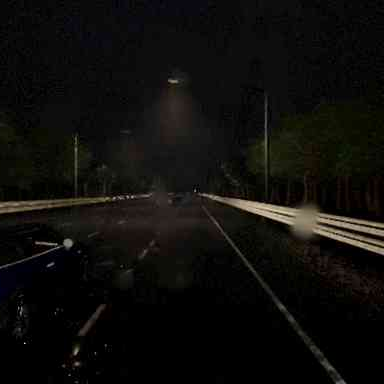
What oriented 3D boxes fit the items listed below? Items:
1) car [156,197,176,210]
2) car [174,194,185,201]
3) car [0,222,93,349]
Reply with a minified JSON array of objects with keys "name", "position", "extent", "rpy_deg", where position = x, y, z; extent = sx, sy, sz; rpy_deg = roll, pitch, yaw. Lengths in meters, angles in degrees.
[{"name":"car","position":[-3.515,1.615,43.625],"extent":[1.895,1.301,4.718],"rpy_deg":[0,0,0]},{"name":"car","position":[-3.527,1.525,83.272],"extent":[1.994,1.385,4.181],"rpy_deg":[0,0,0]},{"name":"car","position":[-3.501,1.354,6.429],"extent":[2.097,1.767,4.553],"rpy_deg":[0,0,0]}]
